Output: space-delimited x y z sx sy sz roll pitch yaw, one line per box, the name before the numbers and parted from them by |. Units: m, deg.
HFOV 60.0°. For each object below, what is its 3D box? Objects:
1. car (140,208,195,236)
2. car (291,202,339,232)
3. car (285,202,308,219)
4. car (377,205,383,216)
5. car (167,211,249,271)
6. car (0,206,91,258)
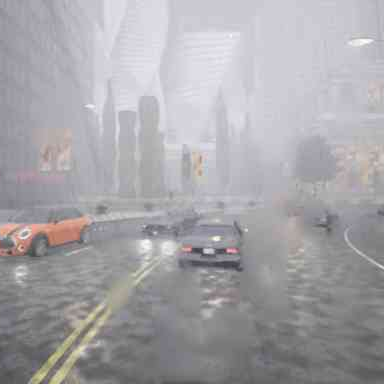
car | -0.846 1.606 18.684 2.033 1.411 5.357 0 0 21
car | 8.098 1.626 21.093 2.033 1.411 5.357 0 0 30
car | 9.871 1.598 29.277 2.128 1.511 4.902 0 0 41
car | 20.643 1.698 33.594 4.181 1.385 1.994 0 0 -31
car | 0.856 1.584 11.078 2.033 1.411 5.357 0 0 10
car | -5.898 1.386 13.017 2.097 1.767 4.553 0 0 13
